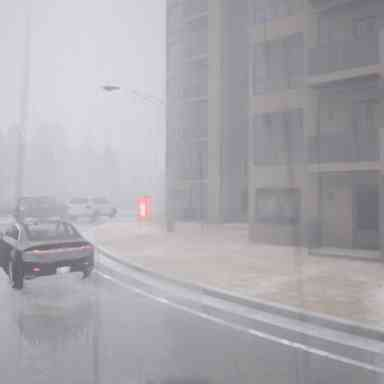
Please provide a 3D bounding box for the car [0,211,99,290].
[{"bbox_3d":[-4.311,1.541,9.430,2.128,1.511,4.902,0,0,-36],"label":"car"}]

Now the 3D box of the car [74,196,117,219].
[{"bbox_3d":[-8.391,1.369,28.370,2.150,2.045,5.566,0,0,11],"label":"car"}]

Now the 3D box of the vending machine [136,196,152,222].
[{"bbox_3d":[-3.872,1.343,26.947,1.100,2.100,0.880,0,0,9],"label":"vending machine"}]

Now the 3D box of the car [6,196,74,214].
[{"bbox_3d":[-12.062,1.356,26.941,2.150,2.045,5.566,0,0,5],"label":"car"}]

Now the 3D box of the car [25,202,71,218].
[{"bbox_3d":[-14.324,1.731,33.359,1.994,1.385,4.181,0,0,18],"label":"car"}]

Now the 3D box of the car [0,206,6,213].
[{"bbox_3d":[-17.680,1.645,34.243,1.882,1.535,5.008,0,0,18],"label":"car"}]
